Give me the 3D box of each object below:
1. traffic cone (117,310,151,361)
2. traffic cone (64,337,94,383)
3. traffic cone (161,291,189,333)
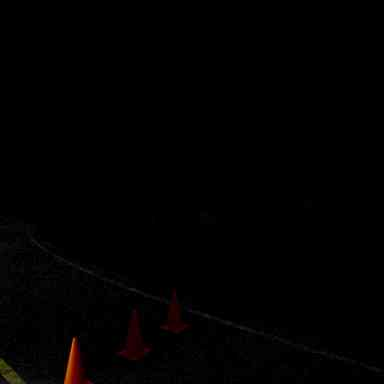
[{"bbox_3d":[-0.800,1.938,4.613,0.340,0.580,0.340,1,1,31],"label":"traffic cone"},{"bbox_3d":[-1.318,1.945,3.762,0.340,0.580,0.340,1,1,31],"label":"traffic cone"},{"bbox_3d":[-0.281,1.931,5.464,0.340,0.580,0.340,1,1,31],"label":"traffic cone"}]
